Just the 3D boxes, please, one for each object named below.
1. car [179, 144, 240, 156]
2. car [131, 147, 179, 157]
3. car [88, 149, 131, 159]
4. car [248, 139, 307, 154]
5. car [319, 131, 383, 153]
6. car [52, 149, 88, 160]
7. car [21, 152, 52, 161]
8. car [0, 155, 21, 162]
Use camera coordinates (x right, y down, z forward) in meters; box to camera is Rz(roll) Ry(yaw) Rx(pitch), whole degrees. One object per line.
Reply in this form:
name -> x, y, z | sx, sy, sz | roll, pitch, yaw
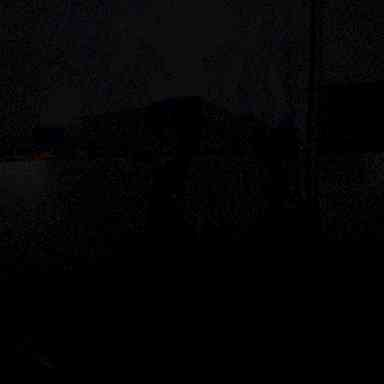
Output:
car -> 1.801, -3.442, 29.056 | 4.892, 1.521, 2.231 | 2, 1, 27
car -> -3.029, -3.532, 31.517 | 4.674, 1.452, 2.002 | 2, 1, 28
car -> -7.891, -3.673, 34.127 | 4.792, 1.488, 2.163 | 2, 1, 29
car -> 6.880, -3.415, 26.611 | 4.553, 1.767, 2.185 | 2, 1, 26
car -> 11.980, -3.366, 24.269 | 5.566, 2.045, 2.435 | 2, 1, 25
car -> -12.880, -3.964, 36.929 | 4.553, 1.767, 2.185 | 2, 1, 31
car -> -17.633, -3.970, 39.748 | 5.008, 1.535, 2.097 | 2, 1, 32
car -> -22.343, -4.062, 42.680 | 4.674, 1.452, 2.002 | 2, 1, 33
